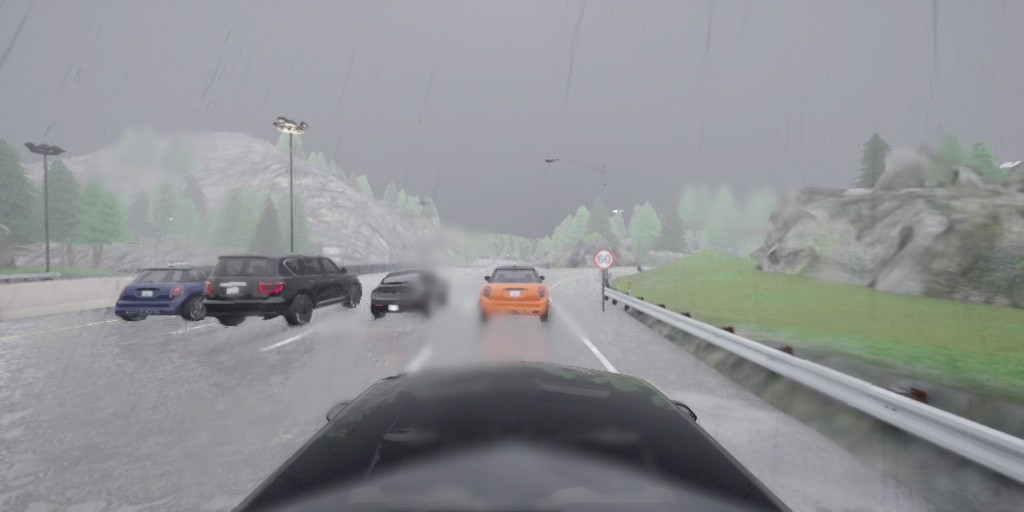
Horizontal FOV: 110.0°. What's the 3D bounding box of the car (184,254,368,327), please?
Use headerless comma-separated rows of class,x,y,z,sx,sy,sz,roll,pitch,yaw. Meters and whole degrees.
car,-6.903,0.960,11.578,2.150,2.045,5.566,0,0,0

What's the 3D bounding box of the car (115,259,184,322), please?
car,-10.406,1.089,12.356,2.097,1.767,4.553,0,0,0

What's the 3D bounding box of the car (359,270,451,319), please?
car,-3.404,1.241,12.750,1.837,1.490,4.892,0,0,0

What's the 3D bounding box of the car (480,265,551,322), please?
car,0.094,1.089,12.355,2.097,1.767,4.553,0,0,0
